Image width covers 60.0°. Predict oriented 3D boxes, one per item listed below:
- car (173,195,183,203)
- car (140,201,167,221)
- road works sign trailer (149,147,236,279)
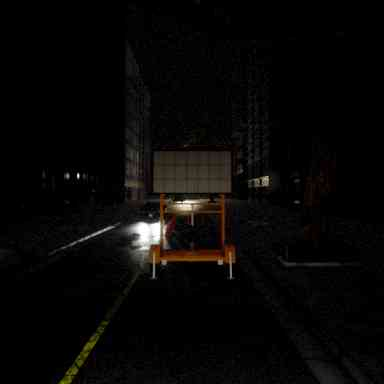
[{"bbox_3d":[-2.923,1.349,70.334,2.097,1.767,4.553,0,0,0],"label":"car"},{"bbox_3d":[-3.071,1.491,27.194,2.128,1.511,4.902,0,0,0],"label":"car"},{"bbox_3d":[0.011,0.464,10.002,2.380,3.560,2.880,0,0,0],"label":"road works sign trailer"}]
